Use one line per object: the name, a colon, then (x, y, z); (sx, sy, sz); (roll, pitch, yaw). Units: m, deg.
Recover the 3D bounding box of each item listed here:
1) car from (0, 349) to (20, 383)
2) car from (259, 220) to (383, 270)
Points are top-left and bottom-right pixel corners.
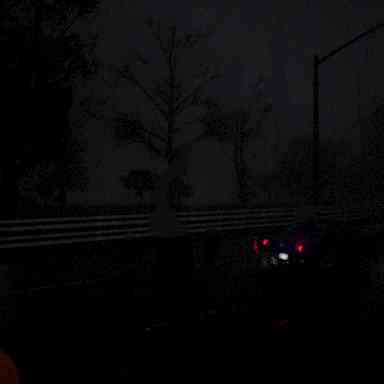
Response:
car: (-3.440, 1.480, 1.282); (5.008, 1.535, 1.882); (0, 0, -35)
car: (4.517, 1.587, 10.953); (4.718, 1.301, 1.895); (0, 0, -34)
